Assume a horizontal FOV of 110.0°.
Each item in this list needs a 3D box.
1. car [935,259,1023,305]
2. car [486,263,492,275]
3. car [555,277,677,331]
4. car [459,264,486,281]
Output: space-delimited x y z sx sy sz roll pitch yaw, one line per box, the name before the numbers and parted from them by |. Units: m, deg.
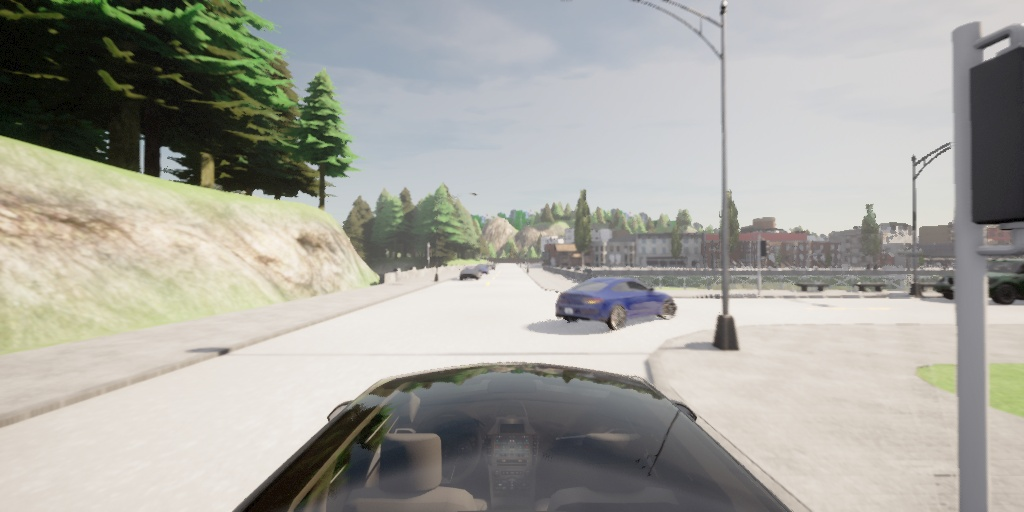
car | 23.423 1.142 16.745 5.566 2.045 2.150 0 -1 0
car | -4.081 1.806 47.972 1.812 1.442 4.674 0 0 0
car | 3.385 1.388 11.487 4.674 1.442 1.812 1 -2 -39
car | -4.092 1.691 36.138 2.033 1.411 5.357 0 -1 0
